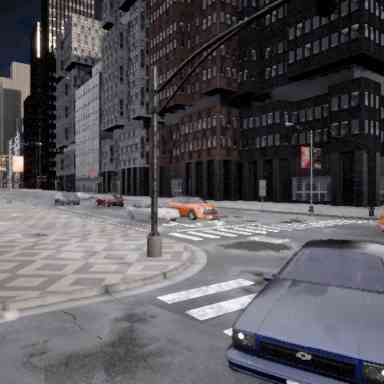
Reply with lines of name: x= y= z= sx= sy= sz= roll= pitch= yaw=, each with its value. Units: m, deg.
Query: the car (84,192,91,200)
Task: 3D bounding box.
car: x=-19.268 y=0.708 z=57.234 sx=1.812 sy=1.442 sz=4.674 roll=0 pitch=1 yaw=-35

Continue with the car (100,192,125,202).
car: x=-12.991 y=0.766 z=54.077 sx=2.128 sy=1.511 sz=4.902 roll=0 pitch=1 yaw=-36

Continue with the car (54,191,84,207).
car: x=-15.043 y=0.793 z=39.924 sx=2.097 sy=1.767 sz=4.553 roll=0 pitch=1 yaw=-36

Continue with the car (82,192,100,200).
car: x=-19.062 y=0.715 z=62.506 sx=1.895 sy=1.301 sz=4.718 roll=0 pitch=1 yaw=-36

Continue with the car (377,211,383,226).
car: x=11.694 y=1.280 z=16.125 sx=4.553 sy=1.767 sz=2.097 roll=0 pitch=1 yaw=8

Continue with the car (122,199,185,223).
car: x=-2.781 y=1.343 z=22.881 sx=1.895 sy=1.301 sz=4.718 roll=0 pitch=1 yaw=-36

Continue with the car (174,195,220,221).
car: x=0.051 y=1.097 z=24.521 sx=2.097 sy=1.767 sz=4.553 roll=0 pitch=1 yaw=-34

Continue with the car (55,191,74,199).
car: x=-25.076 y=0.573 z=65.294 sx=2.033 sy=1.411 sz=5.357 roll=0 pitch=1 yaw=-36

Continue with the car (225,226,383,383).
car: x=2.509 y=1.545 z=5.489 sx=2.033 sy=1.411 sz=5.357 roll=0 pitch=0 yaw=33

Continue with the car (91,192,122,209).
car: x=-9.382 y=0.990 z=37.613 sx=1.882 sy=1.535 sz=5.008 roll=0 pitch=1 yaw=-36
